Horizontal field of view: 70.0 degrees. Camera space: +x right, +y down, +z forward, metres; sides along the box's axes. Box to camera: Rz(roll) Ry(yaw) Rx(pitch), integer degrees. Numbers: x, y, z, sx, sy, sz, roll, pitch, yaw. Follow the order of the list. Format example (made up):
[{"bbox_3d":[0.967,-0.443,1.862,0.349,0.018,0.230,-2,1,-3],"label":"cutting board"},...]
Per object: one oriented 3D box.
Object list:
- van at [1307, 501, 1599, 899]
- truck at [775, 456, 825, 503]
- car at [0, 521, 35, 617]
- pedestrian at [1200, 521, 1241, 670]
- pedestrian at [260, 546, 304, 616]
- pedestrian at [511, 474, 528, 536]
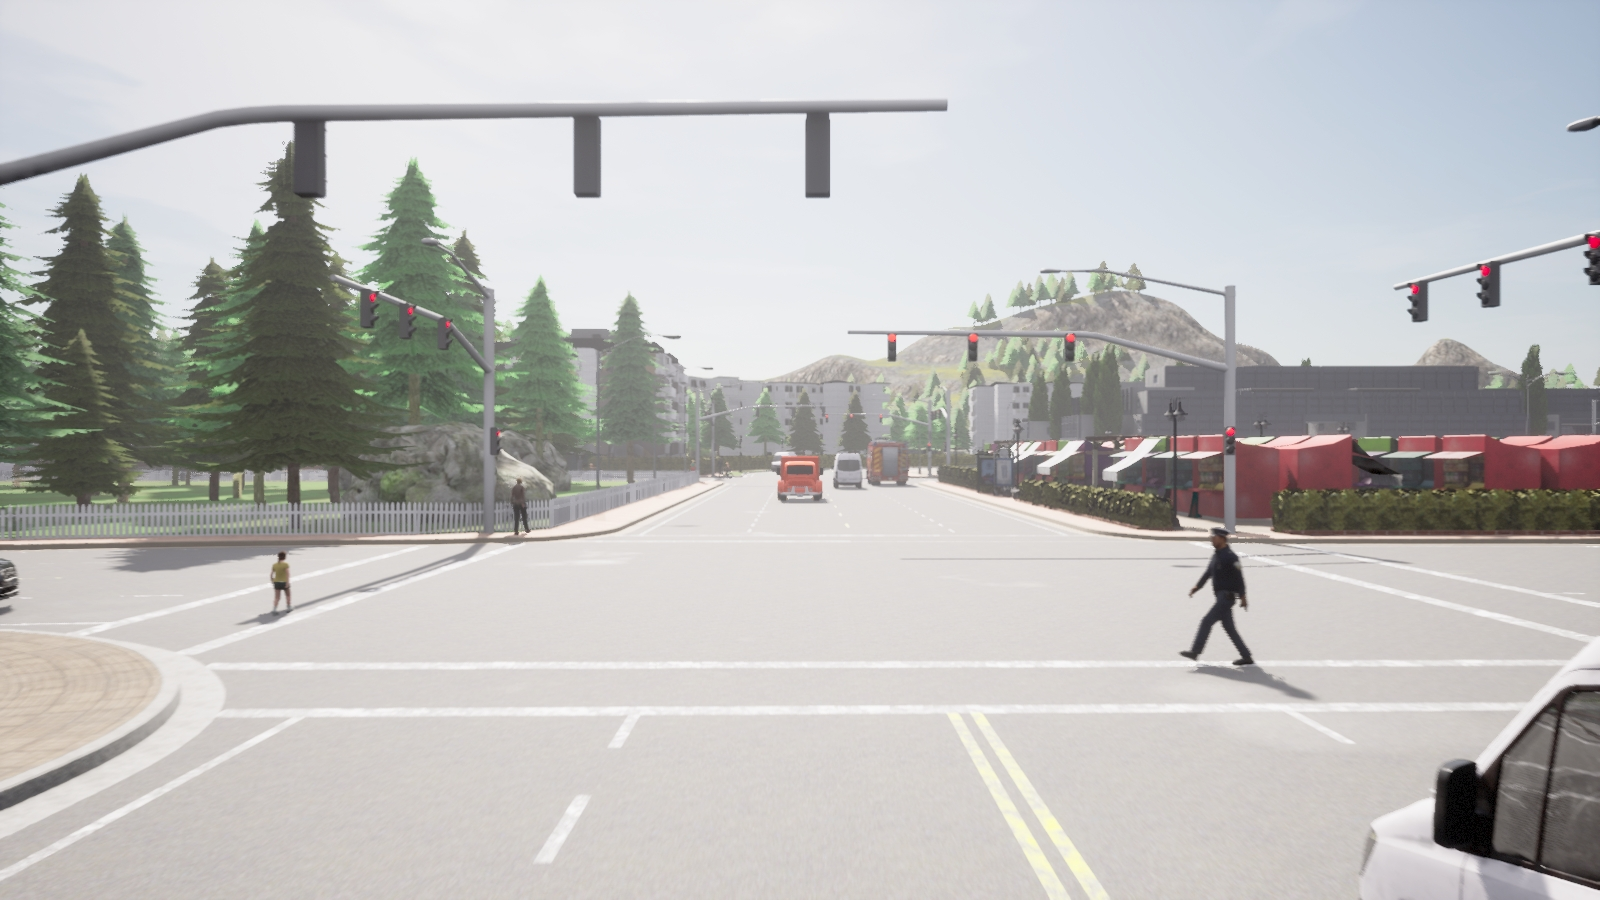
[{"bbox_3d":[3.505,1.534,2.707,1.988,2.561,5.915,0,0,0],"label":"van"},{"bbox_3d":[-0.004,1.567,62.994,2.627,2.467,5.204,0,0,0],"label":"truck"},{"bbox_3d":[-15.667,2.005,18.628,4.892,1.480,2.231,0,0,-19],"label":"car"},{"bbox_3d":[5.377,1.846,14.630,0.375,1.860,0.375,0,0,-3],"label":"pedestrian"},{"bbox_3d":[-8.638,2.175,19.052,0.500,1.100,0.500,0,0,0],"label":"pedestrian"},{"bbox_3d":[-8.620,1.683,35.098,0.375,1.860,0.375,0,0,13],"label":"pedestrian"}]
